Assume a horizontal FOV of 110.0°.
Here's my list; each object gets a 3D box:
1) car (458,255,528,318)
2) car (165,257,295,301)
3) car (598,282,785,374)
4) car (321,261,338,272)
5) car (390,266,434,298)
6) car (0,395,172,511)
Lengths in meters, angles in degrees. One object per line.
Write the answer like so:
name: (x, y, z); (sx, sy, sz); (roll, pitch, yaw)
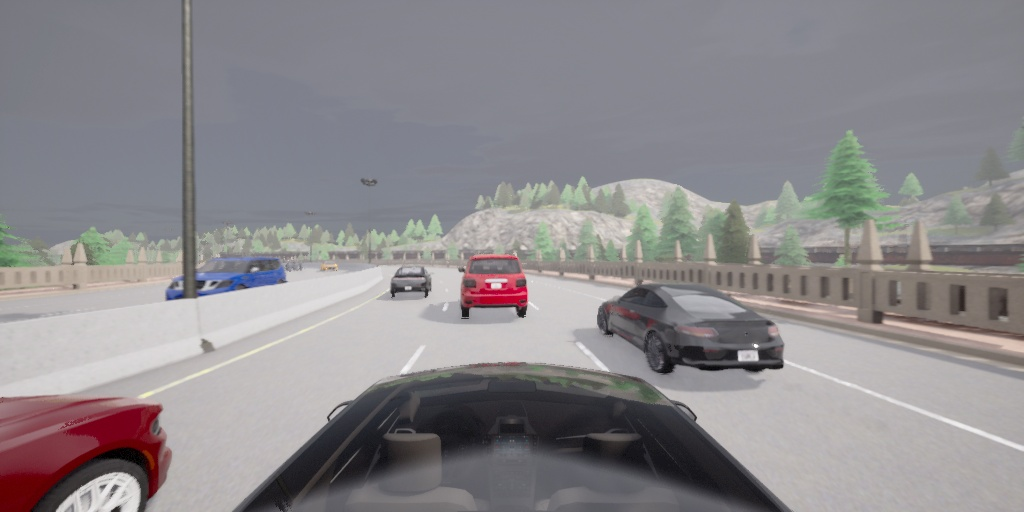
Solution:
car: (-0.794, 0.987, 13.312); (2.150, 2.045, 5.566); (0, 0, -7)
car: (-11.887, 1.050, 15.517); (2.150, 2.045, 5.566); (0, 0, -9)
car: (3.236, 1.265, 7.425); (1.812, 1.442, 4.674); (0, 0, -3)
car: (-27.136, 1.559, 53.249); (1.882, 1.535, 5.008); (0, 0, -34)
car: (-5.274, 1.291, 19.080); (2.128, 1.511, 4.902); (0, 0, -11)
car: (-3.532, 1.241, 0.615); (1.882, 1.535, 5.008); (0, 0, 1)
